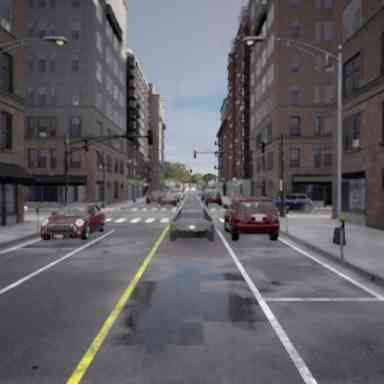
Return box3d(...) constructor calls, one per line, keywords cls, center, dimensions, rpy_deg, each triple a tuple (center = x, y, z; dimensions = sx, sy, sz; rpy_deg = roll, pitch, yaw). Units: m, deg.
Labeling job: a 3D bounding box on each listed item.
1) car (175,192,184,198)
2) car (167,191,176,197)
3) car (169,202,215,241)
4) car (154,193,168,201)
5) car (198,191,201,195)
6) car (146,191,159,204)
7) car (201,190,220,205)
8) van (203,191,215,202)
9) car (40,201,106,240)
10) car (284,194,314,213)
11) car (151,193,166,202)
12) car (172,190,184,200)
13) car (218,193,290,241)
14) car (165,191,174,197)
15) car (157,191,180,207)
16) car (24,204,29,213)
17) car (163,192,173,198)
box3d(cls="car", center=(-2.746, 0.640, 75.280), dimensions=(1.994, 1.385, 4.181), rpy_deg=(0, 1, 0))
box3d(cls="car", center=(-5.397, 0.513, 86.593), dimensions=(2.008, 1.369, 4.403), rpy_deg=(0, 1, 0))
box3d(cls="car", center=(0.025, 1.377, 15.540), dimensions=(1.994, 1.385, 4.181), rpy_deg=(0, 1, 1))
box3d(cls="car", center=(-5.410, 0.843, 59.077), dimensions=(2.008, 1.369, 4.403), rpy_deg=(0, 1, 0))
box3d(cls="car", center=(2.691, 0.608, 59.075), dimensions=(2.192, 1.841, 5.009), rpy_deg=(0, 1, 0))
box3d(cls="car", center=(-5.416, 0.740, 48.068), dimensions=(2.192, 1.841, 5.009), rpy_deg=(0, 1, 0))
box3d(cls="car", center=(2.703, 0.805, 42.565), dimensions=(2.192, 1.841, 5.009), rpy_deg=(0, 1, 0))
box3d(cls="van", center=(2.695, 0.700, 53.572), dimensions=(1.690, 1.788, 3.998), rpy_deg=(0, 1, 0))
box3d(cls="car", center=(-5.387, 1.254, 15.512), dimensions=(1.967, 1.590, 4.097), rpy_deg=(0, 1, 0))
box3d(cls="car", center=(8.680, 0.958, 30.612), dimensions=(4.553, 1.767, 2.097), rpy_deg=(0, 1, 0))
box3d(cls="car", center=(-5.413, 0.925, 53.574), dimensions=(1.947, 1.339, 4.313), rpy_deg=(0, 1, 0))
box3d(cls="car", center=(-2.823, 0.872, 51.796), dimensions=(2.128, 1.511, 4.902), rpy_deg=(0, 1, 1))
box3d(cls="car", center=(2.638, 1.129, 15.511), dimensions=(2.192, 1.841, 5.009), rpy_deg=(0, 1, 0))
box3d(cls="car", center=(-5.400, 0.573, 81.090), dimensions=(1.887, 1.381, 4.507), rpy_deg=(0, 1, 0))
box3d(cls="car", center=(-2.844, 0.980, 41.594), dimensions=(1.882, 1.535, 5.008), rpy_deg=(0, 1, 0))
box3d(cls="car", center=(-16.261, 1.206, 27.729), dimensions=(4.902, 1.511, 2.128), rpy_deg=(0, 1, 0))
box3d(cls="car", center=(-5.403, 0.639, 75.587), dimensions=(1.887, 1.381, 4.507), rpy_deg=(0, 1, 0))
